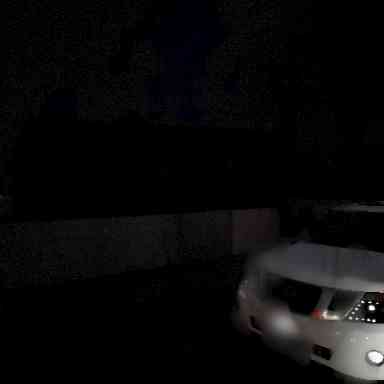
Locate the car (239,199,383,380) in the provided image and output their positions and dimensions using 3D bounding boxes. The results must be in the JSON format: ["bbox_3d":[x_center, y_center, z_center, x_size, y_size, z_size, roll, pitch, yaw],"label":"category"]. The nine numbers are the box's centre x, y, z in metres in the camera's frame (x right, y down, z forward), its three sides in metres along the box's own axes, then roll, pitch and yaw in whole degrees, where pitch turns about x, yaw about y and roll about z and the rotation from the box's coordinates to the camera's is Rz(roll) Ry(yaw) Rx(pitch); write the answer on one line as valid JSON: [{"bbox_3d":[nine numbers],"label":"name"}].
[{"bbox_3d":[3.303,1.165,5.462,5.566,2.045,2.150,0,0,-36],"label":"car"}]
